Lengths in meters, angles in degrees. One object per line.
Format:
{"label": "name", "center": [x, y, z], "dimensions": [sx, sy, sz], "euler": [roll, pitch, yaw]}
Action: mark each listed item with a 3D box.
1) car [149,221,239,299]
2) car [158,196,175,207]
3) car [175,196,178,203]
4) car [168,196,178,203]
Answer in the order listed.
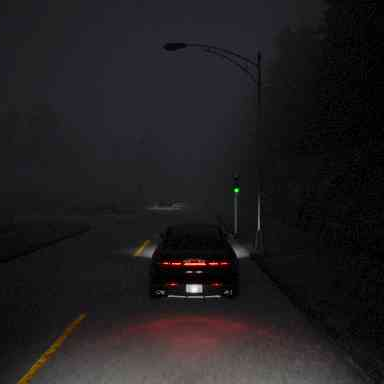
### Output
{"label": "car", "center": [0.061, 1.505, 8.460], "dimensions": [1.837, 1.490, 4.892], "euler": [0, 0, 0]}
{"label": "car", "center": [-4.082, 1.477, 51.186], "dimensions": [1.882, 1.535, 5.008], "euler": [0, 0, 0]}
{"label": "car", "center": [-4.057, 1.477, 60.531], "dimensions": [1.882, 1.535, 5.008], "euler": [0, 0, 0]}
{"label": "car", "center": [-3.983, 1.522, 70.733], "dimensions": [1.812, 1.442, 4.674], "euler": [0, 0, 0]}
